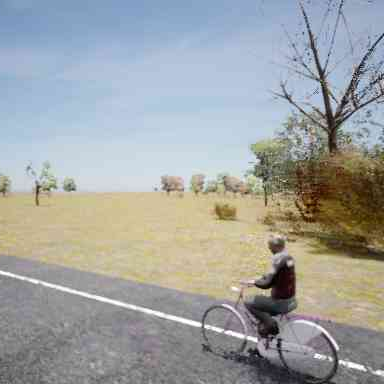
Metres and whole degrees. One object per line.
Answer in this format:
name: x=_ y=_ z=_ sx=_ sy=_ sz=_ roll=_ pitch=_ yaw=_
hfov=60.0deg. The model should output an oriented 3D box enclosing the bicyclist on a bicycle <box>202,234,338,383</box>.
bicyclist on a bicycle: x=0.895 y=1.418 z=4.308 sx=1.843 sy=1.776 sz=0.659 roll=0 pitch=0 yaw=34
